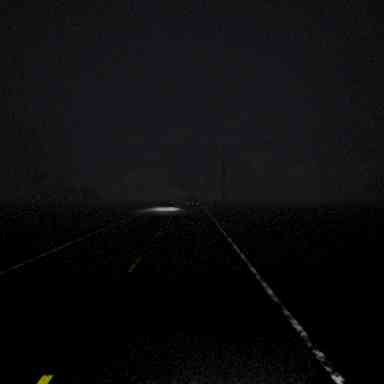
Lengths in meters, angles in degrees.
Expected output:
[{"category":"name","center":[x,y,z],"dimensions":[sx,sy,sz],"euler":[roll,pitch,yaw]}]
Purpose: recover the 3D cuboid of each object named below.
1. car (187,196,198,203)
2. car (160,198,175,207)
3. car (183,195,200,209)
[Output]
[{"category":"car","center":[0.085,1.445,66.963],"dimensions":[1.994,1.385,4.181],"euler":[0,0,0]},{"category":"car","center":[-3.588,1.517,48.609],"dimensions":[1.895,1.301,4.718],"euler":[0,0,0]},{"category":"car","center":[0.091,1.471,44.239],"dimensions":[2.033,1.411,5.357],"euler":[0,0,0]}]
